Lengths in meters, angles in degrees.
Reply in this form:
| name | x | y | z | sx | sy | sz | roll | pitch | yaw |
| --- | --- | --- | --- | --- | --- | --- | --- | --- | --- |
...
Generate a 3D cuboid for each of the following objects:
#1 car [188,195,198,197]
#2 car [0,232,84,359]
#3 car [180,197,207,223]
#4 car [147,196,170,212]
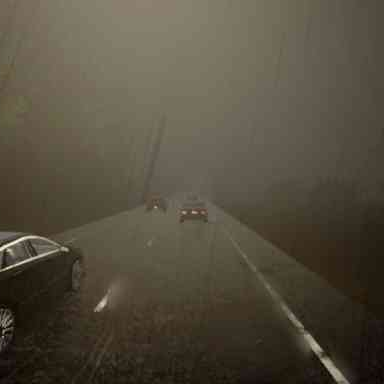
| name | x | y | z | sx | sy | sz | roll | pitch | yaw |
| --- | --- | --- | --- | --- | --- | --- | --- | --- | --- |
| car | 0.117 | 1.077 | 47.956 | 2.033 | 1.411 | 5.357 | 0 | 1 | 0 |
| car | -3.398 | 1.435 | 5.761 | 2.128 | 1.511 | 4.902 | 0 | 1 | 0 |
| car | 0.109 | 1.321 | 23.441 | 2.033 | 1.411 | 5.357 | 0 | 1 | 0 |
| car | -3.389 | 1.178 | 33.598 | 1.837 | 1.490 | 4.892 | 0 | 0 | 0 |
